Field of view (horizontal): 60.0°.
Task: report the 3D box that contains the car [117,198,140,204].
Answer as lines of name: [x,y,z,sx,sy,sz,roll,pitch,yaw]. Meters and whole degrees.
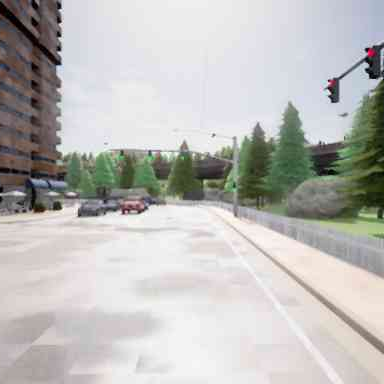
car: [-14.631,2.097,76.711,5.357,1.411,2.033,0,-1,32]

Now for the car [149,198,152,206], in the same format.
car: [-7.503,2.025,50.363,1.895,1.301,4.718,0,0,-6]

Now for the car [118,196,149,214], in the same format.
car: [-7.069,1.563,40.609,2.150,2.045,5.566,0,0,0]

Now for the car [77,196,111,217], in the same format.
car: [-10.581,1.652,35.526,2.097,1.767,4.553,0,0,1]

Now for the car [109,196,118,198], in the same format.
car: [-18.066,1.848,74.818,5.566,2.045,2.150,0,-1,32]

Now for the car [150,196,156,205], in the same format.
car: [-10.227,1.793,67.733,2.150,2.045,5.566,0,-1,-39]

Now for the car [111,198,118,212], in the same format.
car: [-10.694,1.880,44.492,1.837,1.490,4.892,0,0,-1]

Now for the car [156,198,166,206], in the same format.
car: [-7.354,1.941,69.726,2.097,1.767,4.553,0,-1,-39]
